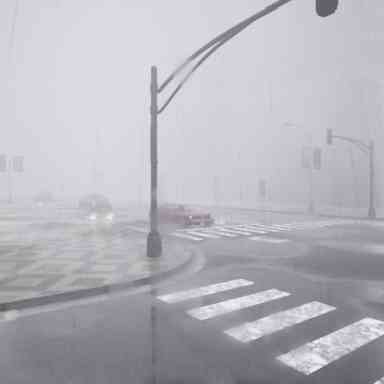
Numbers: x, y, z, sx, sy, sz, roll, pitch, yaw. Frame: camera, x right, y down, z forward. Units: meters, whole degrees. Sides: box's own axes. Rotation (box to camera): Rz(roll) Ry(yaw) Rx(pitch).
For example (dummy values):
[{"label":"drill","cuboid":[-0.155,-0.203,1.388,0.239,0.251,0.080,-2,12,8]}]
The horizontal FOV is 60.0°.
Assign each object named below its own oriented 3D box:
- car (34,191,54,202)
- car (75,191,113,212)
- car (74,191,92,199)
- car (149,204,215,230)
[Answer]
[{"label":"car","cuboid":[-22.296,0.604,50.111,2.097,1.767,4.553,0,1,-35]},{"label":"car","cuboid":[-9.338,0.936,31.981,2.097,1.767,4.553,0,1,-36]},{"label":"car","cuboid":[-21.705,0.521,66.168,1.882,1.535,5.008,0,1,-36]},{"label":"car","cuboid":[-0.676,1.395,19.834,1.895,1.301,4.718,0,1,-34]}]
